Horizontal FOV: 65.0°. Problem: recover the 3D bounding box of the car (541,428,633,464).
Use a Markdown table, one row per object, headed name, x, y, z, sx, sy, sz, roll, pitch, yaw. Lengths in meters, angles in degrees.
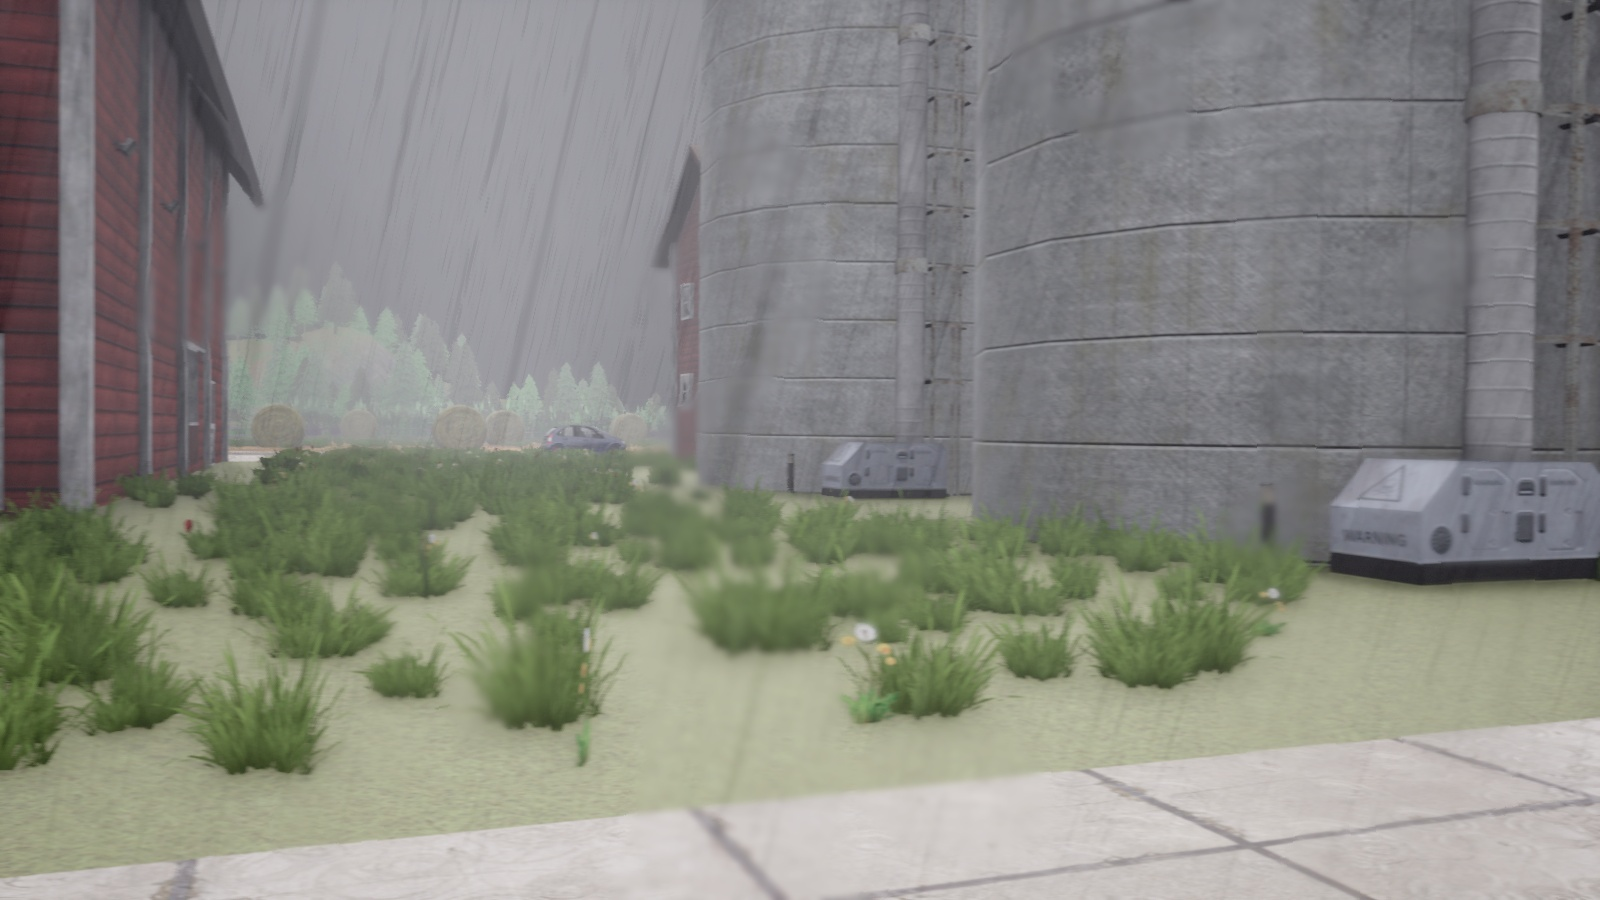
| name | x | y | z | sx | sy | sz | roll | pitch | yaw |
| --- | --- | --- | --- | --- | --- | --- | --- | --- | --- |
| car | -10.060 | -0.185 | 59.226 | 3.988 | 1.617 | 1.851 | -1 | 1 | -21 |
